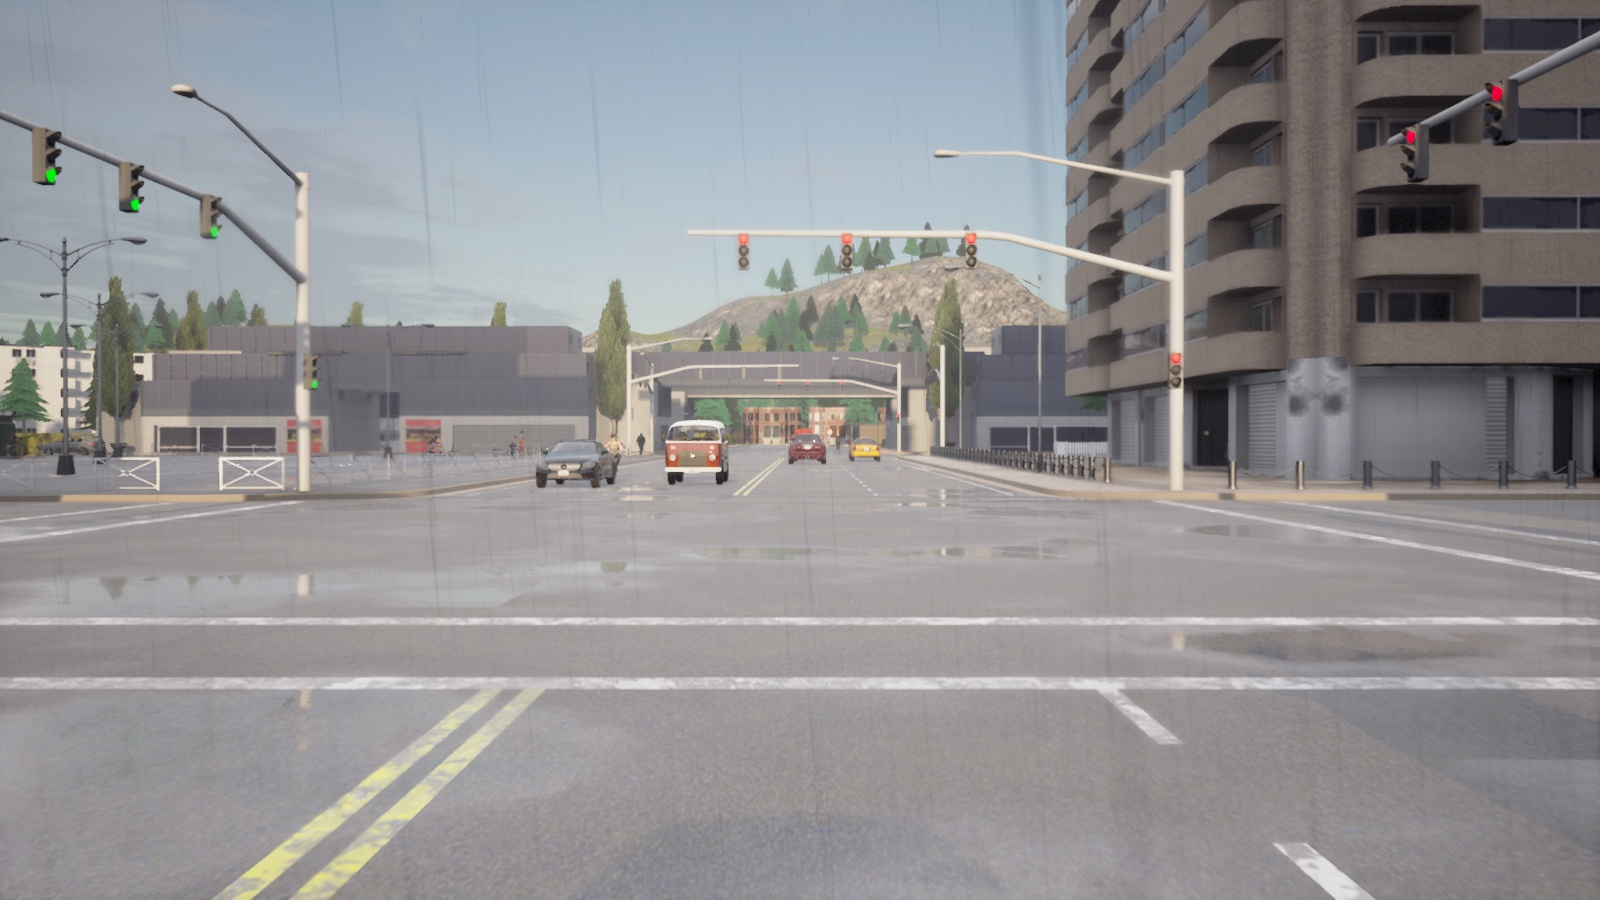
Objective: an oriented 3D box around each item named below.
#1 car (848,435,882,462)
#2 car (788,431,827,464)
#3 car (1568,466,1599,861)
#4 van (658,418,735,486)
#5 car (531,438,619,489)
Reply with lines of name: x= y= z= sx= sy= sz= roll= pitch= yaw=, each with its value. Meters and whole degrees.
car: x=3.947 y=-0.131 z=77.108 sx=1.801 sy=1.575 sz=5.366 roll=0 pitch=1 yaw=0
car: x=0.408 y=-0.141 z=70.173 sx=2.097 sy=1.767 sz=4.553 roll=0 pitch=1 yaw=0
car: x=3.535 y=0.766 z=3.461 sx=1.481 sy=1.376 sz=2.207 roll=0 pitch=1 yaw=0
van: x=-3.259 y=0.039 z=40.266 sx=2.069 sy=2.038 sz=4.480 roll=0 pitch=1 yaw=0
car: x=-6.770 y=0.360 z=38.272 sx=1.812 sy=1.442 sz=4.674 roll=0 pitch=1 yaw=0
